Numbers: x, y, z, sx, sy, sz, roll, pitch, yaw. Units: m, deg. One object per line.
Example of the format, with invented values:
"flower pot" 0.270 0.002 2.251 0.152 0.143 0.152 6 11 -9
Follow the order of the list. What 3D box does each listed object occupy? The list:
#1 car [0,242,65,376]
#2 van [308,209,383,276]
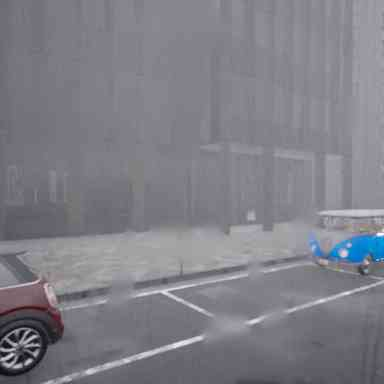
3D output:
"car" -3.812 1.430 3.935 4.097 1.590 1.967 1 -1 -35
"van" 5.371 1.448 10.473 3.998 1.788 1.690 1 -1 -35
